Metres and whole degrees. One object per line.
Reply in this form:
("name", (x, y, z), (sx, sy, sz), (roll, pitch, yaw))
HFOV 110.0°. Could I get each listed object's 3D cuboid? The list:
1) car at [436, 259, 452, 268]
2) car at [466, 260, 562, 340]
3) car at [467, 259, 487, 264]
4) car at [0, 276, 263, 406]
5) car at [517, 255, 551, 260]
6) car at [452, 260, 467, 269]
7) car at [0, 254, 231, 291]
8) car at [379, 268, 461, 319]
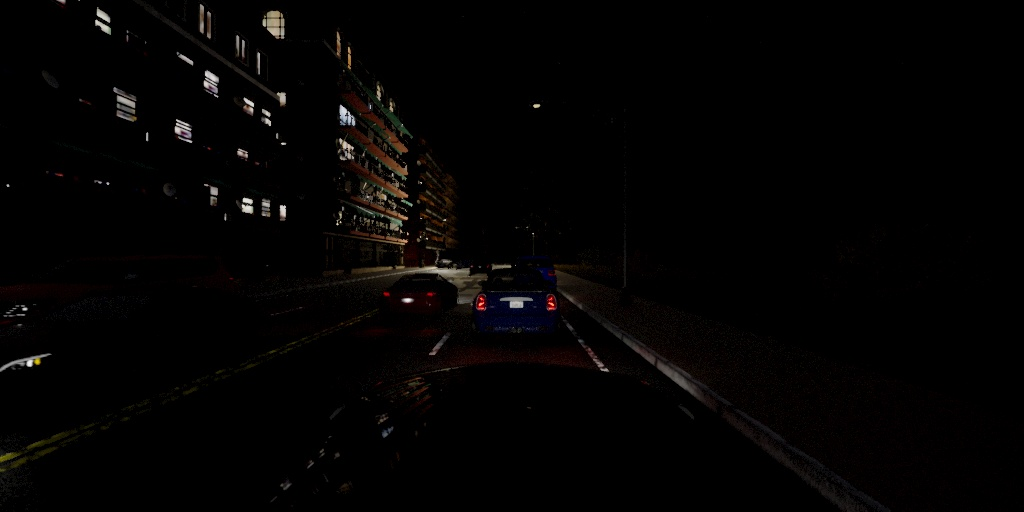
("car", (-9.833, 1.242, 52.829), (2.128, 1.511, 4.902), (0, 0, 0))
("car", (0.098, 1.103, 10.109), (2.097, 1.767, 4.553), (0, 0, 0))
("car", (-3.145, 1.103, 37.304), (2.097, 1.767, 4.553), (0, 0, 0))
("car", (-6.600, 1.276, 6.379), (1.812, 1.442, 4.674), (0, 0, 0))
("car", (1.139, 0.977, 19.683), (2.150, 2.045, 5.566), (0, 0, 0))
("car", (-6.589, 1.277, 49.480), (1.812, 1.442, 4.674), (0, 0, 0))
("car", (-9.851, 0.972, 9.058), (2.150, 2.045, 5.566), (0, 0, 0))
("car", (-3.151, 1.315, 12.833), (1.994, 1.385, 4.181), (0, 0, 0))
